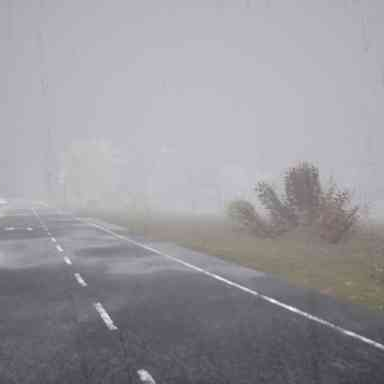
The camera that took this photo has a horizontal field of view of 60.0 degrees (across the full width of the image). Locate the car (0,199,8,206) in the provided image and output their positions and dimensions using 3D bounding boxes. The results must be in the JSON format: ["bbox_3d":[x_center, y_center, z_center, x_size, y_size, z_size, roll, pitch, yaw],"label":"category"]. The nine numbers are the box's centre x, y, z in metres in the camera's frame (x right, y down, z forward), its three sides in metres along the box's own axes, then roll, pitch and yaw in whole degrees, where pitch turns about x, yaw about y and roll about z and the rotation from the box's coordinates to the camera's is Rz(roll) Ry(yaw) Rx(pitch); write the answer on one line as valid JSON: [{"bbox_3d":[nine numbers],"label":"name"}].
[{"bbox_3d":[-40.838,2.259,71.725,1.812,1.442,4.674,1,-1,-27],"label":"car"}]
